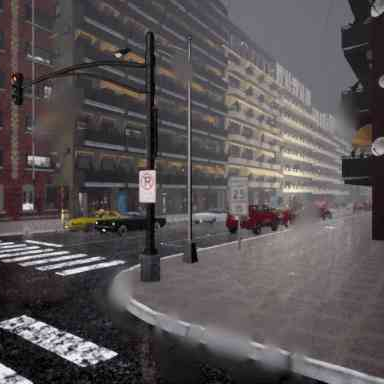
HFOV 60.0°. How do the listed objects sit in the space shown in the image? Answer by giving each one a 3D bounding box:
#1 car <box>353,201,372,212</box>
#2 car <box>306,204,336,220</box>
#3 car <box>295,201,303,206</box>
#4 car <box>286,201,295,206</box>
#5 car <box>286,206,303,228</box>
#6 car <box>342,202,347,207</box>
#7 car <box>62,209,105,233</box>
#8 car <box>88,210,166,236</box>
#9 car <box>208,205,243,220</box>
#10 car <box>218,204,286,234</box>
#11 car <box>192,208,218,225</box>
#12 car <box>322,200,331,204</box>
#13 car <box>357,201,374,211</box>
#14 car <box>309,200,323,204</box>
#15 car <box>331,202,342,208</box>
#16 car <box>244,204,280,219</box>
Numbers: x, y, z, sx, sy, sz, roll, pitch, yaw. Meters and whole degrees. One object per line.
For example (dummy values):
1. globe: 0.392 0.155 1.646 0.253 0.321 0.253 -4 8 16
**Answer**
1. car: 30.057 2.522 59.101 2.192 1.841 5.009 -1 -2 35
2. car: 13.820 2.284 35.897 1.802 1.307 4.206 -1 -2 35
3. car: 16.689 2.340 54.560 2.192 1.841 5.009 -1 -2 35
4. car: 13.344 2.446 49.775 1.752 1.417 4.829 -1 -2 35
5. car: 7.324 2.043 26.619 1.887 1.381 4.507 -1 -2 35
6. car: 39.428 3.282 87.033 1.947 1.339 4.313 -1 -2 35
7. car: -6.143 1.834 21.937 1.752 1.417 4.829 -1 -2 35
8. car: -3.765 1.911 20.794 1.895 1.301 4.718 0 -1 35
9. car: 3.699 2.164 35.995 1.887 1.381 4.507 -1 -2 35
10. car: 4.074 1.711 21.986 2.192 1.841 5.009 -1 -2 35
11. car: 1.981 2.093 29.001 1.895 1.301 4.718 0 -1 35
12. car: 26.433 2.640 68.479 2.192 1.841 5.009 -1 -2 35
13. car: 33.306 2.621 63.742 2.192 1.841 5.009 -1 -2 35
14. car: 23.187 2.771 63.834 1.887 1.381 4.507 -1 -2 35
15. car: 32.931 3.067 77.753 1.887 1.381 4.507 -1 -2 35
16. car: 7.954 2.171 37.513 2.128 1.511 4.902 0 -1 35
